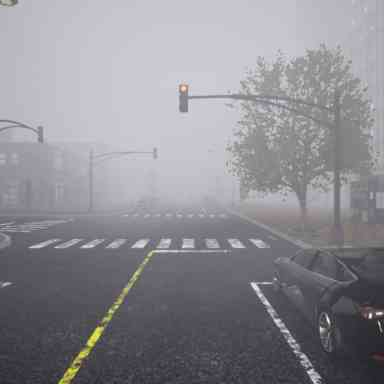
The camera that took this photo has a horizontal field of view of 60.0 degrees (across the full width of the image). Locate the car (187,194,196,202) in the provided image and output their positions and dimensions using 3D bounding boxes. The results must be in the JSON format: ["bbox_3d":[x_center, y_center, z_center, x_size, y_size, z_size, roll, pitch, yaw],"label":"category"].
[{"bbox_3d":[-0.070,1.363,79.465,2.097,1.767,4.553,0,0,0],"label":"car"}]

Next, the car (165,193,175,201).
[{"bbox_3d":[-5.766,1.324,88.205,2.192,1.841,5.009,0,0,0],"label":"car"}]

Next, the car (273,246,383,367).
[{"bbox_3d":[2.689,1.566,5.778,1.947,1.339,4.313,0,0,0],"label":"car"}]

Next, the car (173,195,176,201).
[{"bbox_3d":[-5.761,1.559,82.654,2.008,1.369,4.403,0,0,0],"label":"car"}]

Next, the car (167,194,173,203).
[{"bbox_3d":[-5.751,1.532,71.382,1.752,1.417,4.829,0,0,0],"label":"car"}]

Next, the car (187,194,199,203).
[{"bbox_3d":[0.030,1.570,69.546,1.994,1.385,4.181,0,0,1],"label":"car"}]

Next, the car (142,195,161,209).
[{"bbox_3d":[-5.725,1.318,43.797,2.192,1.841,5.009,0,0,0],"label":"car"}]

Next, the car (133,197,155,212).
[{"bbox_3d":[-5.721,1.585,38.246,1.802,1.307,4.206,0,0,0],"label":"car"}]

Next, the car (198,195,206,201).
[{"bbox_3d":[2.614,1.535,88.385,1.752,1.417,4.829,0,0,0],"label":"car"}]

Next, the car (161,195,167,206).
[{"bbox_3d":[-5.736,1.555,54.899,2.008,1.369,4.403,0,0,0],"label":"car"}]

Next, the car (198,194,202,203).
[{"bbox_3d":[2.639,1.556,60.460,2.008,1.369,4.403,0,0,0],"label":"car"}]

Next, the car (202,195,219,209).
[{"bbox_3d":[2.654,1.529,43.977,1.752,1.417,4.829,0,0,0],"label":"car"}]

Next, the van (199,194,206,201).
[{"bbox_3d":[2.621,1.349,82.664,1.690,1.788,3.998,0,0,0],"label":"van"}]

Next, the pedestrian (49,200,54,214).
[{"bbox_3d":[-12.776,1.319,30.243,0.375,1.300,0.375,0,-1,-1],"label":"pedestrian"}]

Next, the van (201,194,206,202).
[{"bbox_3d":[2.650,1.345,49.359,1.690,1.788,3.998,0,0,0],"label":"van"}]
